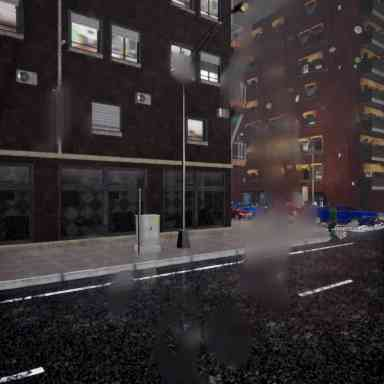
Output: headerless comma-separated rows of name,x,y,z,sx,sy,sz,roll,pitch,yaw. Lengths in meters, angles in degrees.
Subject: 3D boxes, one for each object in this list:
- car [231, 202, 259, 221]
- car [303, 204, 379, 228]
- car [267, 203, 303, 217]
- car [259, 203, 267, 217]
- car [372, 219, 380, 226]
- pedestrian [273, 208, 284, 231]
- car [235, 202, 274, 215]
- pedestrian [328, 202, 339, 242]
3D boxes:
car,3.673,1.860,30.188,1.802,1.307,4.206,-1,0,-36
car,10.825,1.636,23.991,1.882,1.535,5.008,0,-1,-31
car,10.440,1.826,35.074,1.887,1.381,4.507,-1,0,-36
car,4.714,1.781,33.136,1.882,1.535,5.008,0,-1,-36
car,7.097,1.491,8.746,4.902,1.511,2.128,0,0,-36
pedestrian,4.721,1.422,18.020,0.375,1.300,0.375,0,0,-35
car,7.325,1.918,39.388,1.947,1.339,4.313,-1,0,-36
pedestrian,6.258,1.294,14.833,0.375,1.860,0.375,0,0,-35
